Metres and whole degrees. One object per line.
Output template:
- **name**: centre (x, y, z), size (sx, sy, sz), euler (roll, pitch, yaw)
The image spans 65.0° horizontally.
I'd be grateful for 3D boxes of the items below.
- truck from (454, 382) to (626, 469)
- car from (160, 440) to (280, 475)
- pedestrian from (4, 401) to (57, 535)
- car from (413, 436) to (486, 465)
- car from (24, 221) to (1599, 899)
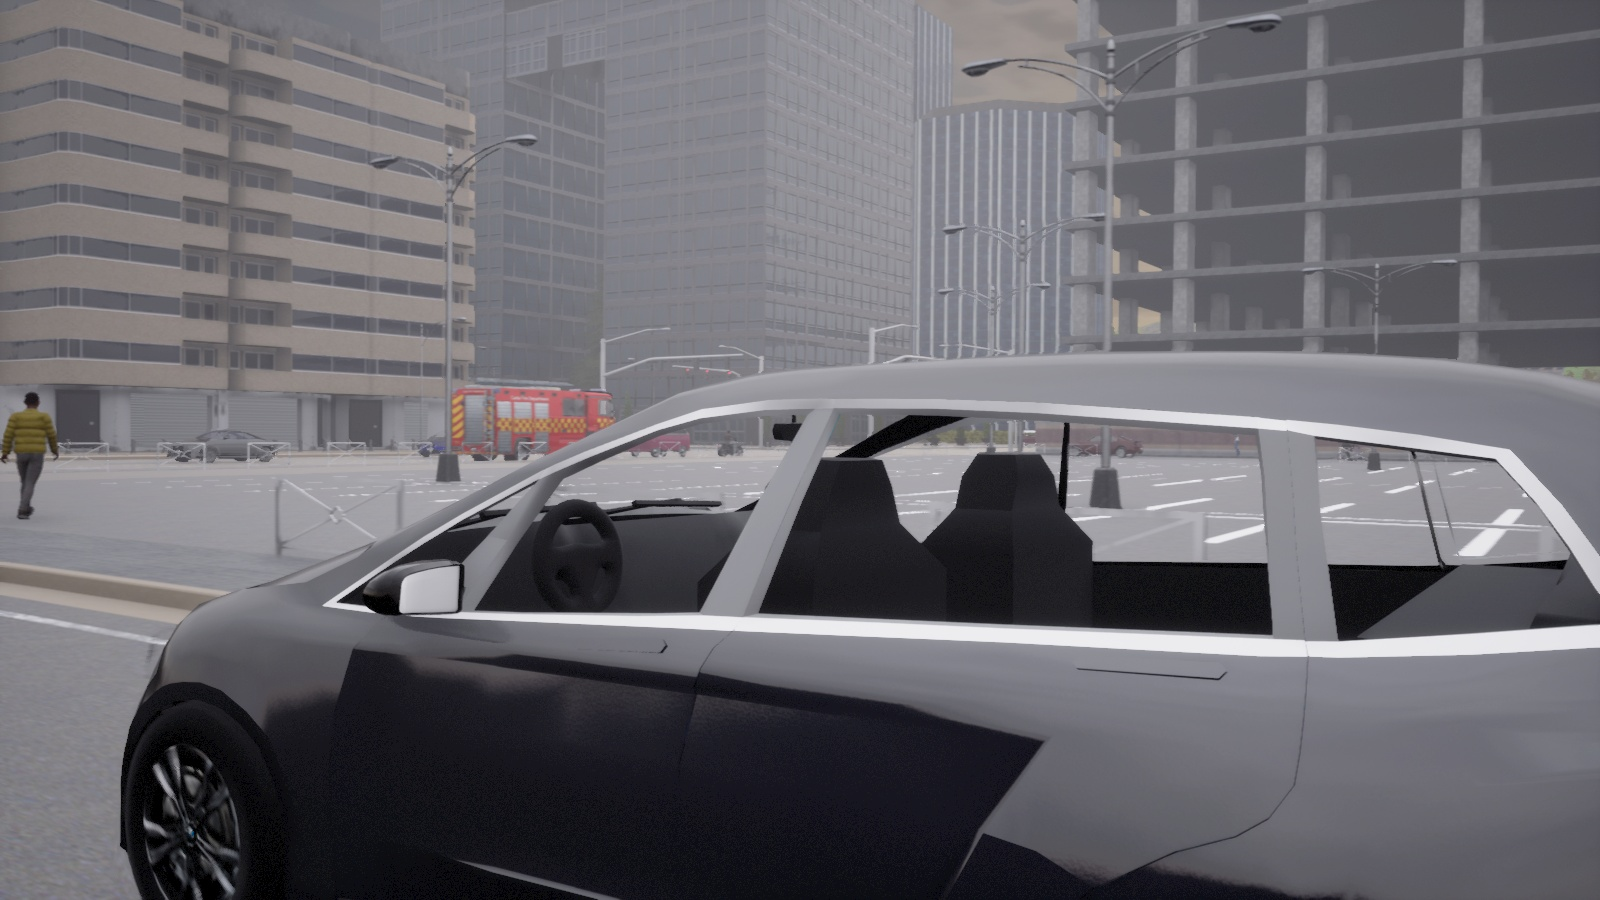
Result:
- **truck**: centre (-12.150, -1.137, 59.610), size (2.891, 3.827, 8.468), euler (0, 1, 32)
- **car**: centre (-24.463, 0.292, 53.088), size (1.994, 1.385, 4.181), euler (0, 1, 32)
- **pedestrian**: centre (-10.795, 0.247, 17.631), size (0.431, 1.840, 0.709), euler (-1, 1, -16)
- **car**: centre (-18.374, 0.010, 66.042), size (1.816, 1.474, 4.193), euler (0, 1, 15)
- **car**: centre (0.179, 0.526, 3.502), size (4.611, 1.667, 2.242), euler (0, 1, 34)
